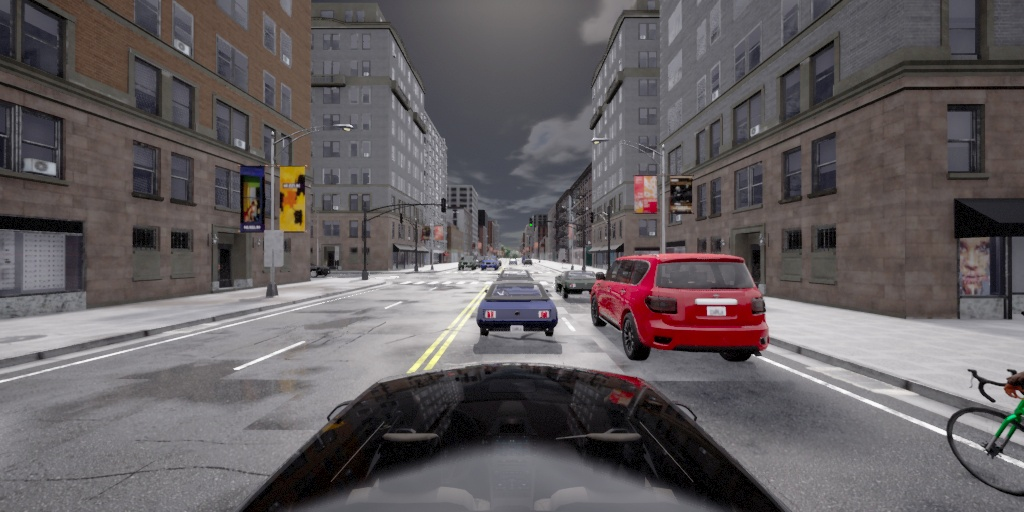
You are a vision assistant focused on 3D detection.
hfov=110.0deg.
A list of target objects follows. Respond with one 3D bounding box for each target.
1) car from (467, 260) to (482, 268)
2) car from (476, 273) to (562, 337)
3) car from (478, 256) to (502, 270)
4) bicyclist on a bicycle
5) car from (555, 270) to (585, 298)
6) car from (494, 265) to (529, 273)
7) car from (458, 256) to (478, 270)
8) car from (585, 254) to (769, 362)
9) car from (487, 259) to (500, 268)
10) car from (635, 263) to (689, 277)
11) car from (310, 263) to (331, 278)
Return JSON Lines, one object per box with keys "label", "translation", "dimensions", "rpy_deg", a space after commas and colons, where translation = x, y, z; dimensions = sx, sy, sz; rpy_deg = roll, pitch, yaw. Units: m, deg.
{"label": "car", "translation": [-6.369, 1.336, 61.438], "dimensions": [1.994, 1.385, 4.181], "rpy_deg": [0, 0, 0]}
{"label": "car", "translation": [0.128, 1.352, 10.332], "dimensions": [1.895, 1.301, 4.718], "rpy_deg": [0, 0, 0]}
{"label": "car", "translation": [-3.142, 0.991, 51.733], "dimensions": [2.150, 2.045, 5.566], "rpy_deg": [0, 0, 2]}
{"label": "bicyclist on a bicycle", "translation": [4.149, 1.203, 2.606], "dimensions": [0.582, 1.620, 1.656], "rpy_deg": [0, 0, 0]}
{"label": "car", "translation": [3.305, 1.355, 18.254], "dimensions": [1.895, 1.301, 4.718], "rpy_deg": [0, 0, 0]}
{"label": "car", "translation": [0.160, 1.355, 19.691], "dimensions": [1.895, 1.301, 4.718], "rpy_deg": [0, 0, 0]}
{"label": "car", "translation": [-6.417, 0.991, 52.032], "dimensions": [2.150, 2.045, 5.566], "rpy_deg": [0, 0, 0]}
{"label": "car", "translation": [3.346, 0.973, 8.403], "dimensions": [2.150, 2.045, 5.566], "rpy_deg": [0, 0, 2]}
{"label": "car", "translation": [-3.116, 1.297, 61.250], "dimensions": [1.812, 1.442, 4.674], "rpy_deg": [0, 0, 1]}
{"label": "car", "translation": [15.179, 1.411, 36.459], "dimensions": [4.718, 1.301, 1.895], "rpy_deg": [0, 0, 0]}
{"label": "car", "translation": [-19.753, 1.213, 33.771], "dimensions": [5.008, 1.535, 1.882], "rpy_deg": [0, 0, 1]}
